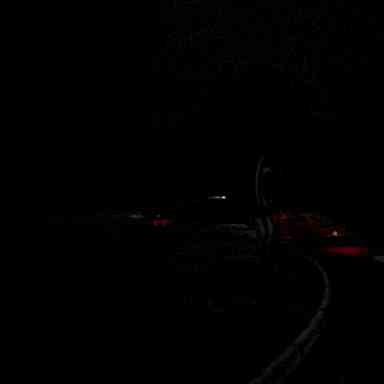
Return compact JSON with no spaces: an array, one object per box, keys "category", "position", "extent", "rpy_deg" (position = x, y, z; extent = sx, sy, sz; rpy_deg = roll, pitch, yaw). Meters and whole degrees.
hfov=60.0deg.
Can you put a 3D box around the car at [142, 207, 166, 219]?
[{"category":"car","position":[-4.728,2.515,40.577],"extent":[1.895,1.301,4.718],"rpy_deg":[0,-1,-23]}]

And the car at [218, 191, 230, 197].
[{"category":"car","position":[8.917,0.411,90.604],"extent":[1.812,1.442,4.674],"rpy_deg":[-1,3,33]}]

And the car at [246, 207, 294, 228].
[{"category":"car","position":[6.300,1.955,26.006],"extent":[2.097,1.767,4.553],"rpy_deg":[0,-1,-31]}]

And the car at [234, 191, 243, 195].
[{"category":"car","position":[13.071,0.189,90.553],"extent":[1.837,1.490,4.892],"rpy_deg":[-1,3,33]}]

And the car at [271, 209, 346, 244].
[{"category":"car","position":[6.400,1.931,18.713],"extent":[1.882,1.535,5.008],"rpy_deg":[1,-1,-14]}]
